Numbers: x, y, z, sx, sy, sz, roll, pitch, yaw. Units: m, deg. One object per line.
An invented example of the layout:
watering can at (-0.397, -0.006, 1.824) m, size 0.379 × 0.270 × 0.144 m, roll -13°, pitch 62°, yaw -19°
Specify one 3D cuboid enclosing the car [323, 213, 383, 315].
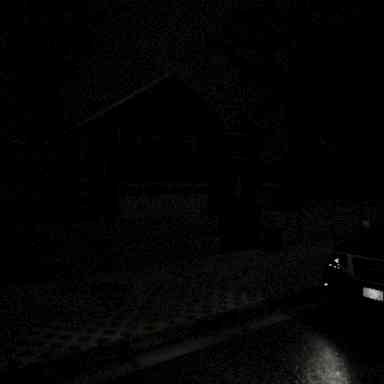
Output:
car at (4.980, 1.181, 6.608) m, size 5.566 × 2.045 × 2.150 m, roll 0°, pitch 0°, yaw -35°
